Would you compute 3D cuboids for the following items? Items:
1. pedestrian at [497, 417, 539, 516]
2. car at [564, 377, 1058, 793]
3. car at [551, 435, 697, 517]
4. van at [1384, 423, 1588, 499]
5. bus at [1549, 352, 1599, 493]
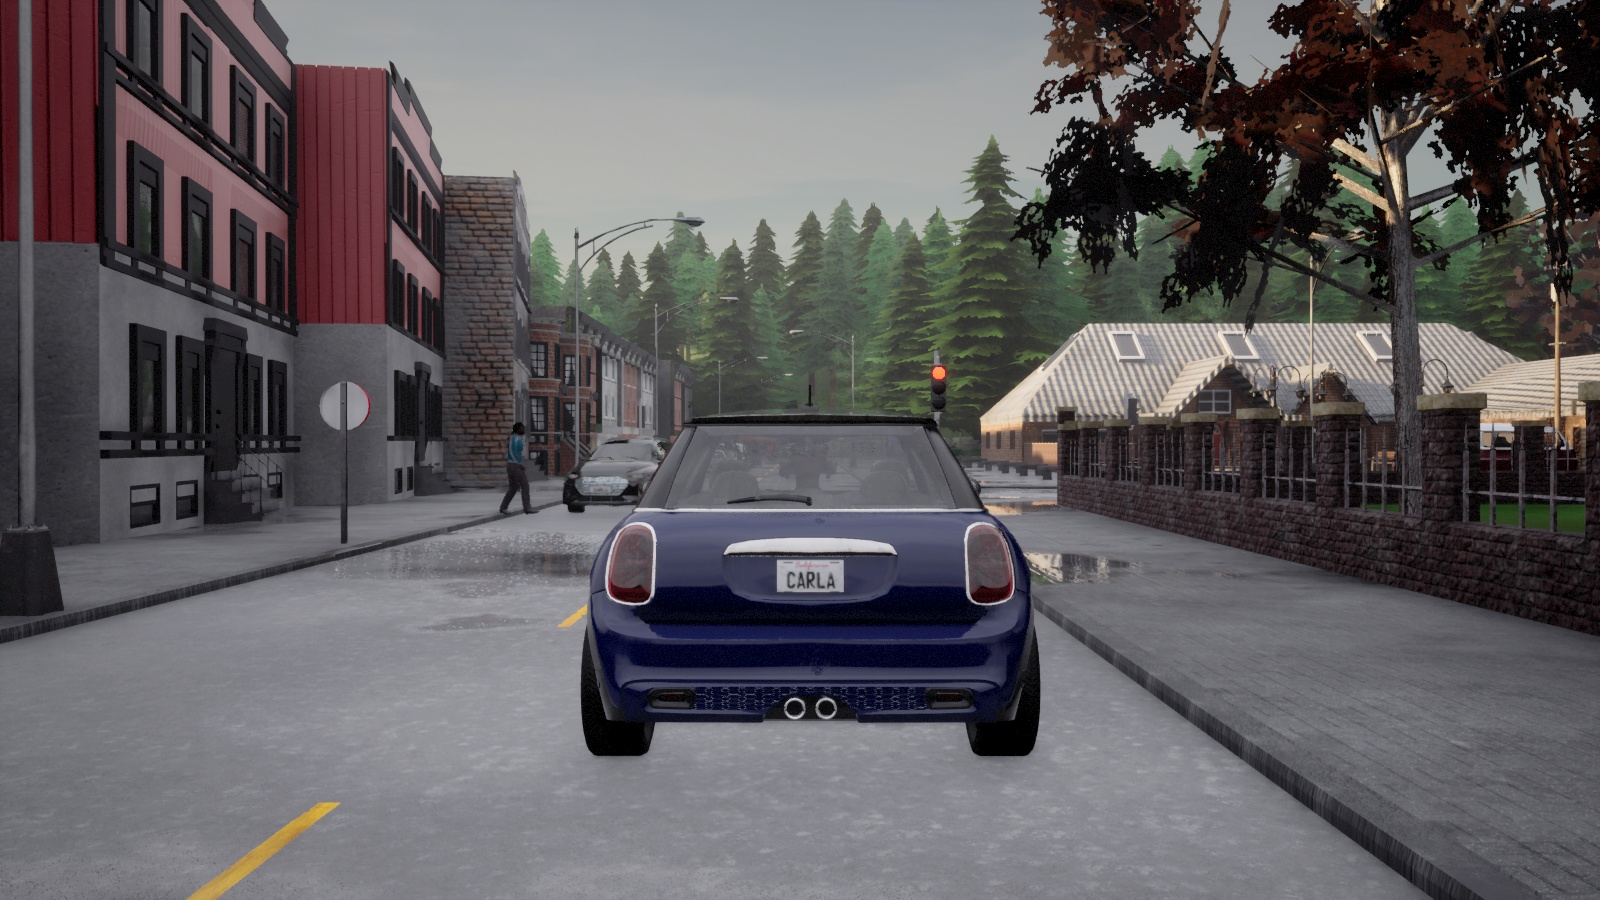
[{"bbox_3d":[-5.509,0.318,24.527,0.692,1.930,0.396,0,0,14],"label":"pedestrian"},{"bbox_3d":[0.057,0.562,7.614,2.097,1.767,4.553,0,0,0],"label":"car"},{"bbox_3d":[-3.789,0.515,28.032,2.033,1.649,4.856,0,0,7],"label":"car"},{"bbox_3d":[18.721,0.291,34.419,4.480,2.038,2.069,0,0,-1],"label":"van"},{"bbox_3d":[29.279,-0.823,38.447,10.273,4.253,3.944,0,0,1],"label":"bus"}]
